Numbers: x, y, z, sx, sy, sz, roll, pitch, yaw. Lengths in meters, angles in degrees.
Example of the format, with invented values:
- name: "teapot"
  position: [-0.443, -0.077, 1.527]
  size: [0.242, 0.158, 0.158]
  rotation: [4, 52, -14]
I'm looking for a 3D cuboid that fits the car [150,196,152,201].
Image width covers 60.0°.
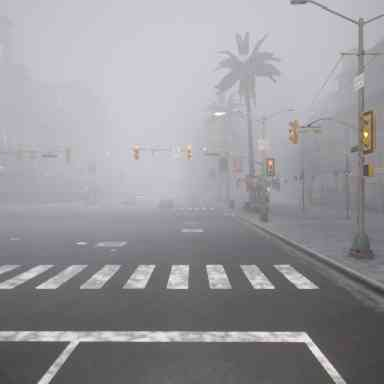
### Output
- name: "car"
  position: [-10.498, 1.478, 77.441]
  size: [1.882, 1.535, 5.008]
  rotation: [0, 0, 0]

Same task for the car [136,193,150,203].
- name: "car"
  position: [-10.510, 1.221, 66.989]
  size: [2.150, 2.045, 5.566]
  rotation: [0, 0, 0]

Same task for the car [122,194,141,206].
- name: "car"
  position: [-10.538, 1.547, 56.742]
  size: [2.033, 1.411, 5.357]
  rotation: [0, 0, 1]

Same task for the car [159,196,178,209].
- name: "car"
  position: [-3.469, 1.564, 46.077]
  size: [1.994, 1.385, 4.181]
  rotation: [0, 0, 1]

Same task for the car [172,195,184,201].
- name: "car"
  position: [-3.497, 1.553, 79.938]
  size: [1.994, 1.385, 4.181]
  rotation: [0, 0, 0]

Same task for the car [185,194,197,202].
- name: "car"
  position: [0.004, 1.355, 79.316]
  size: [2.097, 1.767, 4.553]
  rotation: [0, 0, 0]
